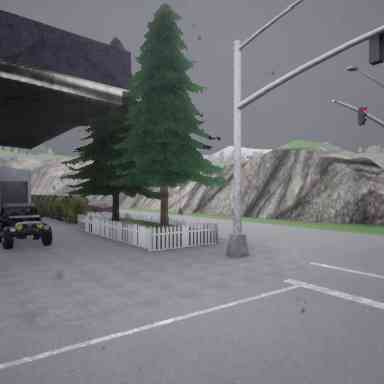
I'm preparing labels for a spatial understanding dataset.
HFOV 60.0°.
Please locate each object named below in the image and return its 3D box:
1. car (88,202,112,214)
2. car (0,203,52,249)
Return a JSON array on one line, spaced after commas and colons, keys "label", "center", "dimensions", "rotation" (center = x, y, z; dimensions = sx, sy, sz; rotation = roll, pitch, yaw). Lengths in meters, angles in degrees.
[{"label": "car", "center": [-10.123, 1.792, 37.442], "dimensions": [1.895, 1.301, 4.718], "rotation": [0, 0, -36]}, {"label": "car", "center": [-8.047, 1.505, 15.803], "dimensions": [1.905, 1.878, 3.866], "rotation": [0, 0, -37]}]
